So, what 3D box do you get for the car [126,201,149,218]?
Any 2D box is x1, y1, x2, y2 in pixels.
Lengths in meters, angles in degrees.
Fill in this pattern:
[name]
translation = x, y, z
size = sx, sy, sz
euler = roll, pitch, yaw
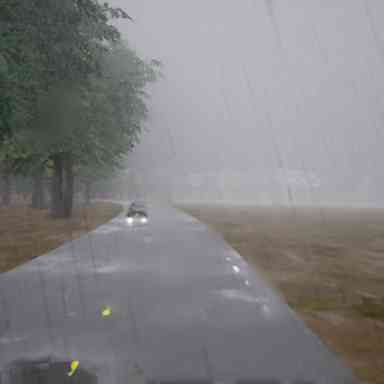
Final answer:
[car]
translation = -5.075, 1.598, 31.304
size = 2.033, 1.411, 5.357
euler = 0, 0, -7
